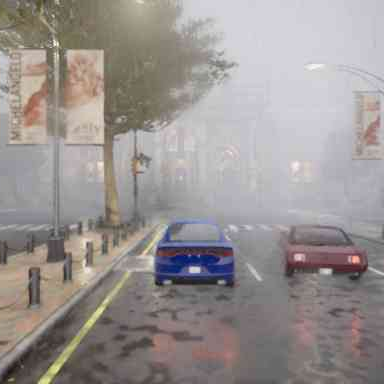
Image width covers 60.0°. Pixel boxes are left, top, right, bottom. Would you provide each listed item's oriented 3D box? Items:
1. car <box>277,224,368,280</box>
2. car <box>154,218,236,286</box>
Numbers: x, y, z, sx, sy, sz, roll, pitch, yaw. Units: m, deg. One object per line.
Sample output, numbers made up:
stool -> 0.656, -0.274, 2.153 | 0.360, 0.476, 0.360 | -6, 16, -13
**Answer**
car -> 3.667, 1.608, 10.077 | 1.895, 1.301, 4.718 | 0, 0, 13
car -> 0.062, 1.485, 9.446 | 1.882, 1.535, 5.008 | 0, 0, 0
